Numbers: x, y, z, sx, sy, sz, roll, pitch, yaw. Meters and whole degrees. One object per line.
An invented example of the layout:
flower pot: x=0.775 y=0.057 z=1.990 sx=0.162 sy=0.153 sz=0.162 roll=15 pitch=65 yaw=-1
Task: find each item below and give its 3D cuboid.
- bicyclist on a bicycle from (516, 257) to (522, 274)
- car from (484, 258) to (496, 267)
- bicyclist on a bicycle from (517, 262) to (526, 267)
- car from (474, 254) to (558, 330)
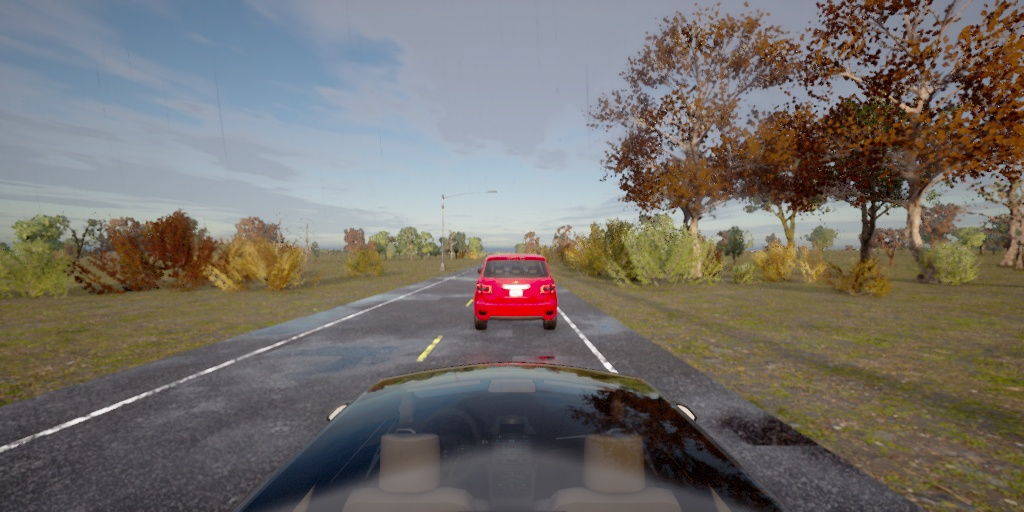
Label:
bicyclist on a bicycle: x=0.766 y=1.052 z=40.347 sx=0.659 sy=1.776 sz=1.843 roll=0 pitch=0 yaw=0
car: x=-4.034 y=1.120 z=65.164 sx=1.882 sy=1.535 sz=5.008 roll=0 pitch=0 yaw=0
bicyclist on a bicycle: x=0.846 y=1.070 z=30.334 sx=0.659 sy=1.776 sz=1.843 roll=0 pitch=0 yaw=0
car: x=0.074 y=0.955 z=11.155 sx=2.150 sy=2.045 sz=5.566 roll=0 pitch=0 yaw=-1
